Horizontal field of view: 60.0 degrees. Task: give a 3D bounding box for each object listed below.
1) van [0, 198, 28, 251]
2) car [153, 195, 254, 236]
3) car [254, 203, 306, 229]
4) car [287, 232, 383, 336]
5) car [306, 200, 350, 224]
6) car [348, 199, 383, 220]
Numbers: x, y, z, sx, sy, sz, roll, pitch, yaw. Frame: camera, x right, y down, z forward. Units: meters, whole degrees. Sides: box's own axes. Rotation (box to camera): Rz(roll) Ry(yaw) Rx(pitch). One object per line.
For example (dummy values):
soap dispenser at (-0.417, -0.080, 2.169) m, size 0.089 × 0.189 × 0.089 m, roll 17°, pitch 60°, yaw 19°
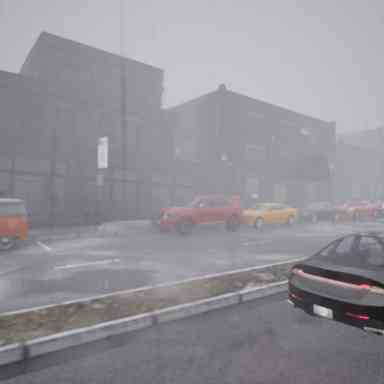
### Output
van at (-8.629, 1.223, 12.367) m, size 4.442 × 1.987 × 1.878 m, roll 0°, pitch 0°, yaw -36°
car at (0.524, 1.225, 18.932) m, size 5.566 × 2.045 × 2.435 m, roll 0°, pitch 0°, yaw -36°
car at (4.938, 1.489, 22.098) m, size 5.008 × 1.535 × 2.097 m, roll 0°, pitch 0°, yaw -36°
car at (3.856, 1.506, 6.190) m, size 4.902 × 1.511 × 2.128 m, roll 0°, pitch 0°, yaw -36°
car at (9.428, 1.504, 25.319) m, size 4.892 × 1.521 × 2.231 m, roll 0°, pitch 0°, yaw -36°
car at (13.939, 1.390, 28.554) m, size 4.553 × 1.767 × 2.185 m, roll 0°, pitch 0°, yaw -36°
